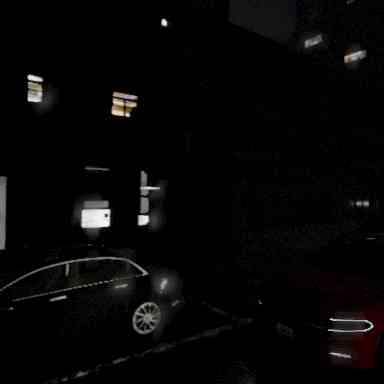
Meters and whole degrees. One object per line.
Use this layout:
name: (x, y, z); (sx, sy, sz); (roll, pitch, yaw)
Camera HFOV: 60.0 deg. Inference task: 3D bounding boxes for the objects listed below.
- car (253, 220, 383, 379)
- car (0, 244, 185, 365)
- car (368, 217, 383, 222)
car: (3.207, 1.478, 5.666); (5.008, 1.535, 1.882); (0, 0, -35)
car: (-2.168, 1.551, 4.999); (4.403, 1.369, 2.008); (0, 1, -35)
car: (6.901, 1.567, 11.468); (4.313, 1.339, 1.947); (0, 1, -35)
